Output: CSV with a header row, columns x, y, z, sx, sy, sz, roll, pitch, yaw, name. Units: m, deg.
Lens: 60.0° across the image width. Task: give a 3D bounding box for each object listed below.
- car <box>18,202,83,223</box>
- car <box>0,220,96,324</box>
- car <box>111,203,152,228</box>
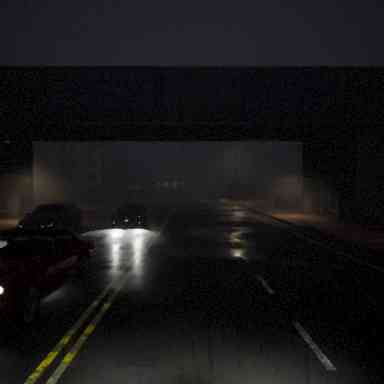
x,y,z,sx,sy,sz,roll,pitch,yaw,name
-7.155,1.354,17.174,1.837,1.490,4.892,0,2,0,car
-3.624,1.541,7.146,1.895,1.301,4.718,0,0,0,car
-3.659,1.383,20.599,1.994,1.385,4.181,0,1,0,car
